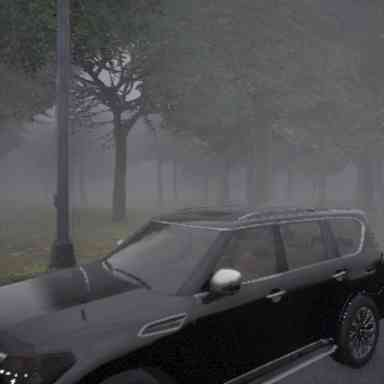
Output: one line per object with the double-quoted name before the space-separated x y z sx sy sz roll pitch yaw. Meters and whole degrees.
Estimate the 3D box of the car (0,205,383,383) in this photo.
"car" 0.330 1.224 4.222 5.566 2.045 2.150 0 0 -35
